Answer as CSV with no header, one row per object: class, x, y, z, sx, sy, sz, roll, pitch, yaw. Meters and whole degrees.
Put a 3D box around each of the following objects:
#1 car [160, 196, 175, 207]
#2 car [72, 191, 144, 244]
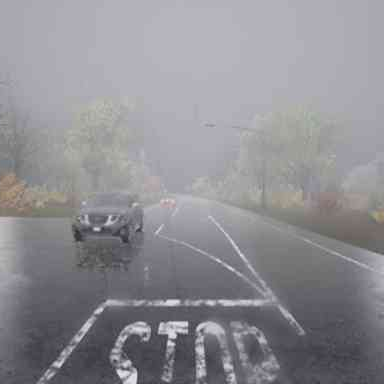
car,-3.718,1.360,51.619,2.097,1.767,4.553,0,0,-1
car,-3.501,0.990,15.003,2.150,2.045,5.566,1,0,0
